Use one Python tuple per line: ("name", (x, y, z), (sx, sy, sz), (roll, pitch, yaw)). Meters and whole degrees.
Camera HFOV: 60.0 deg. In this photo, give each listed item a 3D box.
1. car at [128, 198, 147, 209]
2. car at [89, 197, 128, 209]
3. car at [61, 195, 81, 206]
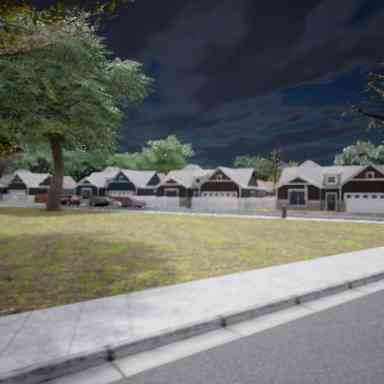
("car", (-8.786, 1.540, 45.880), (5.357, 1.411, 2.033), (1, 0, 27))
("car", (-11.399, 1.442, 44.040), (4.902, 1.511, 2.128), (0, 0, 28))
("car", (-19.444, 1.253, 51.320), (4.553, 1.767, 2.097), (0, 0, 27))
